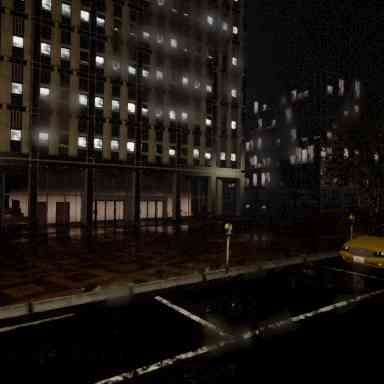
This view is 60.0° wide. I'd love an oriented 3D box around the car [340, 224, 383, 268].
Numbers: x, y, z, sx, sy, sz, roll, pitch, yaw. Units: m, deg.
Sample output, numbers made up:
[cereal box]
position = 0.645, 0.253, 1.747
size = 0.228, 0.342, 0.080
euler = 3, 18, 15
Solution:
[car]
position = 6.608, 1.533, 10.489
size = 4.829, 1.417, 1.752
euler = 0, 1, -34
